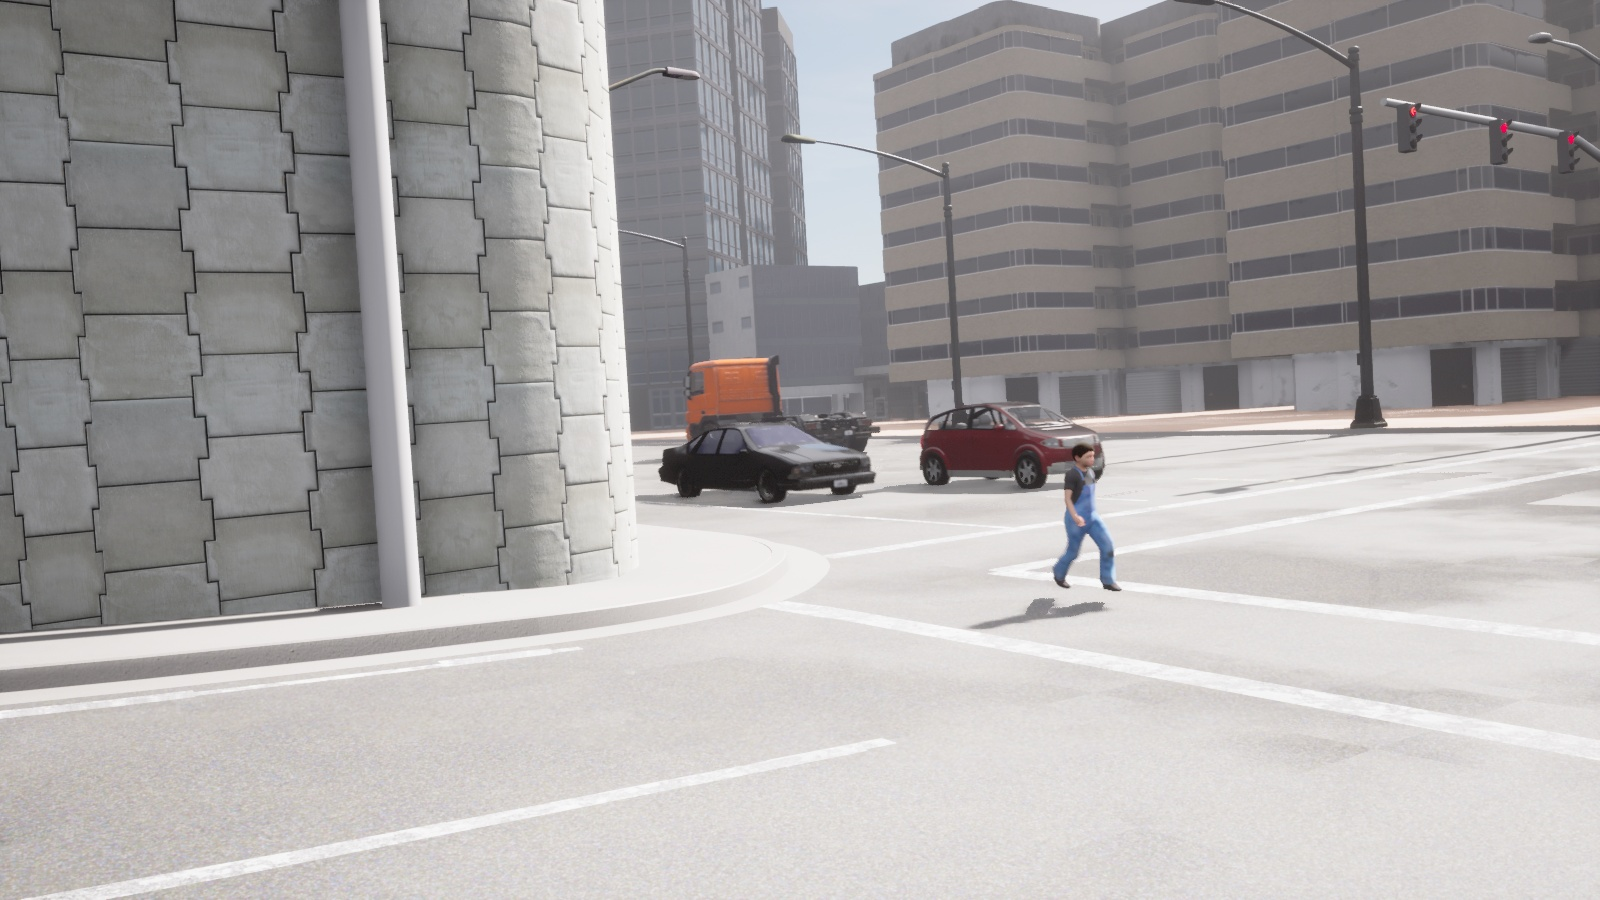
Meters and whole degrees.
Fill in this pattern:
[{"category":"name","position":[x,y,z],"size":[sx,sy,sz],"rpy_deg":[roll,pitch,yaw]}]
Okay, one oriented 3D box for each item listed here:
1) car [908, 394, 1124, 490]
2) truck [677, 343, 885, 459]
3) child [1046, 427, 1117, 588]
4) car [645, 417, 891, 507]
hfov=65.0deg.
[{"category":"car","position":[3.944,-0.137,23.421],"size":[1.789,1.549,3.705],"rpy_deg":[-5,2,-34]},{"category":"truck","position":[-0.836,-1.561,42.501],"size":[2.891,3.462,7.936],"rpy_deg":[-5,3,-35]},{"category":"child","position":[2.289,0.457,10.223],"size":[0.270,1.263,0.437],"rpy_deg":[-5,3,-34]},{"category":"car","position":[-0.767,0.198,24.108],"size":[2.033,1.411,5.357],"rpy_deg":[-5,3,-35]}]
